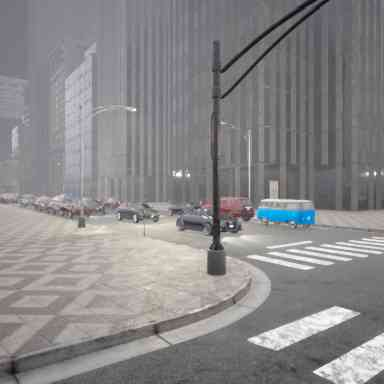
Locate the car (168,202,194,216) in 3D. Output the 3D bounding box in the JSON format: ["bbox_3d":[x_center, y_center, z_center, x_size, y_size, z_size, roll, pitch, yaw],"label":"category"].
[{"bbox_3d":[-0.580,1.600,31.024,1.947,1.339,4.313,0,0,-36],"label":"car"}]

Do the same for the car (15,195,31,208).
[{"bbox_3d":[-24.117,1.563,48.777,2.008,1.369,4.403,0,0,-36],"label":"car"}]

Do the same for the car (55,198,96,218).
[{"bbox_3d":[-10.806,1.572,30.566,1.887,1.381,4.507,0,0,-36],"label":"car"}]

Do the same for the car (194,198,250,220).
[{"bbox_3d":[2.748,1.352,26.470,2.192,1.841,5.009,0,0,-36],"label":"car"}]

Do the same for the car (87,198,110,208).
[{"bbox_3d":[-13.893,1.602,49.237,1.802,1.307,4.206,0,0,-36],"label":"car"}]

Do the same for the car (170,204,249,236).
[{"bbox_3d":[0.878,1.600,18.932,1.994,1.385,4.181,0,0,-36],"label":"car"}]

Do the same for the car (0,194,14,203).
[{"bbox_3d":[-37.429,1.286,66.990,2.192,1.841,5.009,0,0,-36],"label":"car"}]

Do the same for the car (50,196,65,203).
[{"bbox_3d":[-27.306,1.512,67.589,1.752,1.417,4.829,0,0,-36],"label":"car"}]

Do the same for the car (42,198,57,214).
[{"bbox_3d":[-14.134,1.606,35.119,1.802,1.307,4.206,0,0,-36],"label":"car"}]

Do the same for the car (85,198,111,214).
[{"bbox_3d":[-10.437,1.532,34.427,1.837,1.490,4.892,0,0,-36],"label":"car"}]

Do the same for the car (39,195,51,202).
[{"bbox_3d":[-33.977,1.483,76.726,1.752,1.417,4.829,0,0,-35],"label":"car"}]

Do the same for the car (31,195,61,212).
[{"bbox_3d":[-17.462,1.461,39.672,1.967,1.590,4.097,0,0,-36],"label":"car"}]

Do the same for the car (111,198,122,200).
[{"bbox_3d":[-10.564,1.464,44.683,1.967,1.590,4.097,0,0,-36],"label":"car"}]

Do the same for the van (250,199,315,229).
[{"bbox_3d":[6.077,1.379,21.916,1.690,1.788,3.998,0,0,-36],"label":"van"}]

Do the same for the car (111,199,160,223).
[{"bbox_3d":[-4.307,1.537,26.028,1.837,1.490,4.892,0,0,-36],"label":"car"}]

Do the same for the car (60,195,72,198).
[{"bbox_3d":[-20.444,1.577,53.355,1.994,1.385,4.181,0,0,-36],"label":"car"}]

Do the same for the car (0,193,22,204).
[{"bbox_3d":[-34.101,1.299,62.436,2.192,1.841,5.009,0,0,-36],"label":"car"}]
